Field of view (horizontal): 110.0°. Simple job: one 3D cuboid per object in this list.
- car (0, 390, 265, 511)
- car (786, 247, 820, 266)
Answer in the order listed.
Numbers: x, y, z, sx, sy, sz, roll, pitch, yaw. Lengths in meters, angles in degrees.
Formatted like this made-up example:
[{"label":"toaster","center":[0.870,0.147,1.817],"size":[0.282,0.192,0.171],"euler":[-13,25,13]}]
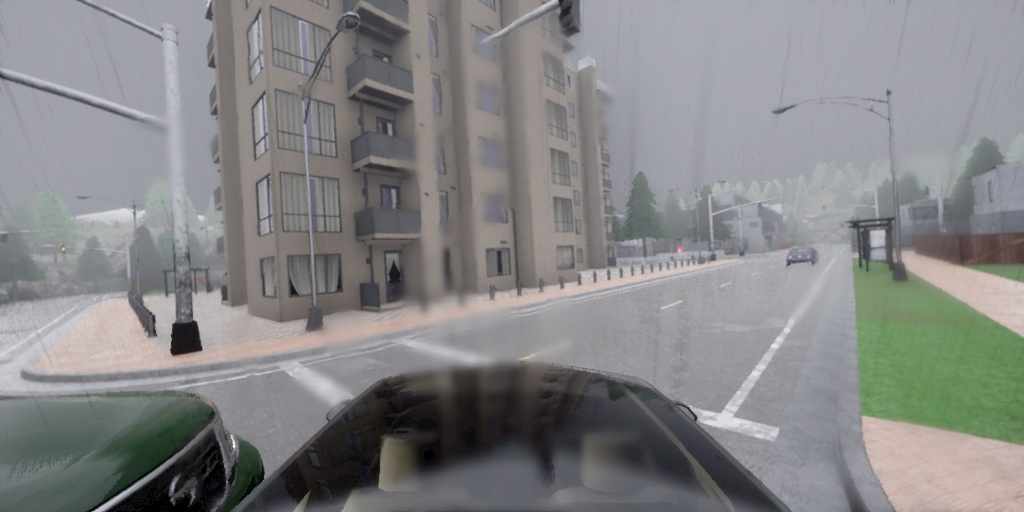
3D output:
[{"label":"car","center":[-4.033,1.176,0.900],"size":[5.566,2.045,2.150],"euler":[-3,-2,-15]},{"label":"car","center":[23.384,0.017,28.810],"size":[2.033,1.411,5.357],"euler":[-4,-1,44]}]
